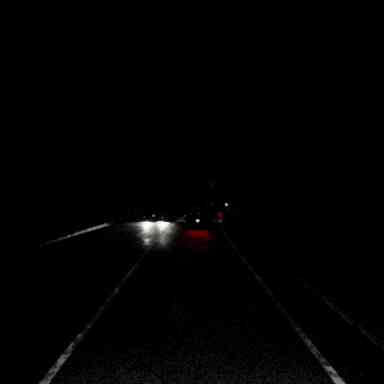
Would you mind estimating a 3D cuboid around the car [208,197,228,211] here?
[{"bbox_3d":[2.884,1.431,41.588,2.097,1.767,4.553,-1,0,11],"label":"car"}]

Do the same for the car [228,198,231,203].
[{"bbox_3d":[6.533,1.715,67.488,1.994,1.385,4.181,-2,-1,21],"label":"car"}]

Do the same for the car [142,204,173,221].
[{"bbox_3d":[-2.819,1.668,27.957,1.994,1.385,4.181,-1,0,6],"label":"car"}]

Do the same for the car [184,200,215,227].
[{"bbox_3d":[0.500,1.566,23.292,1.837,1.490,4.892,0,0,3],"label":"car"}]
